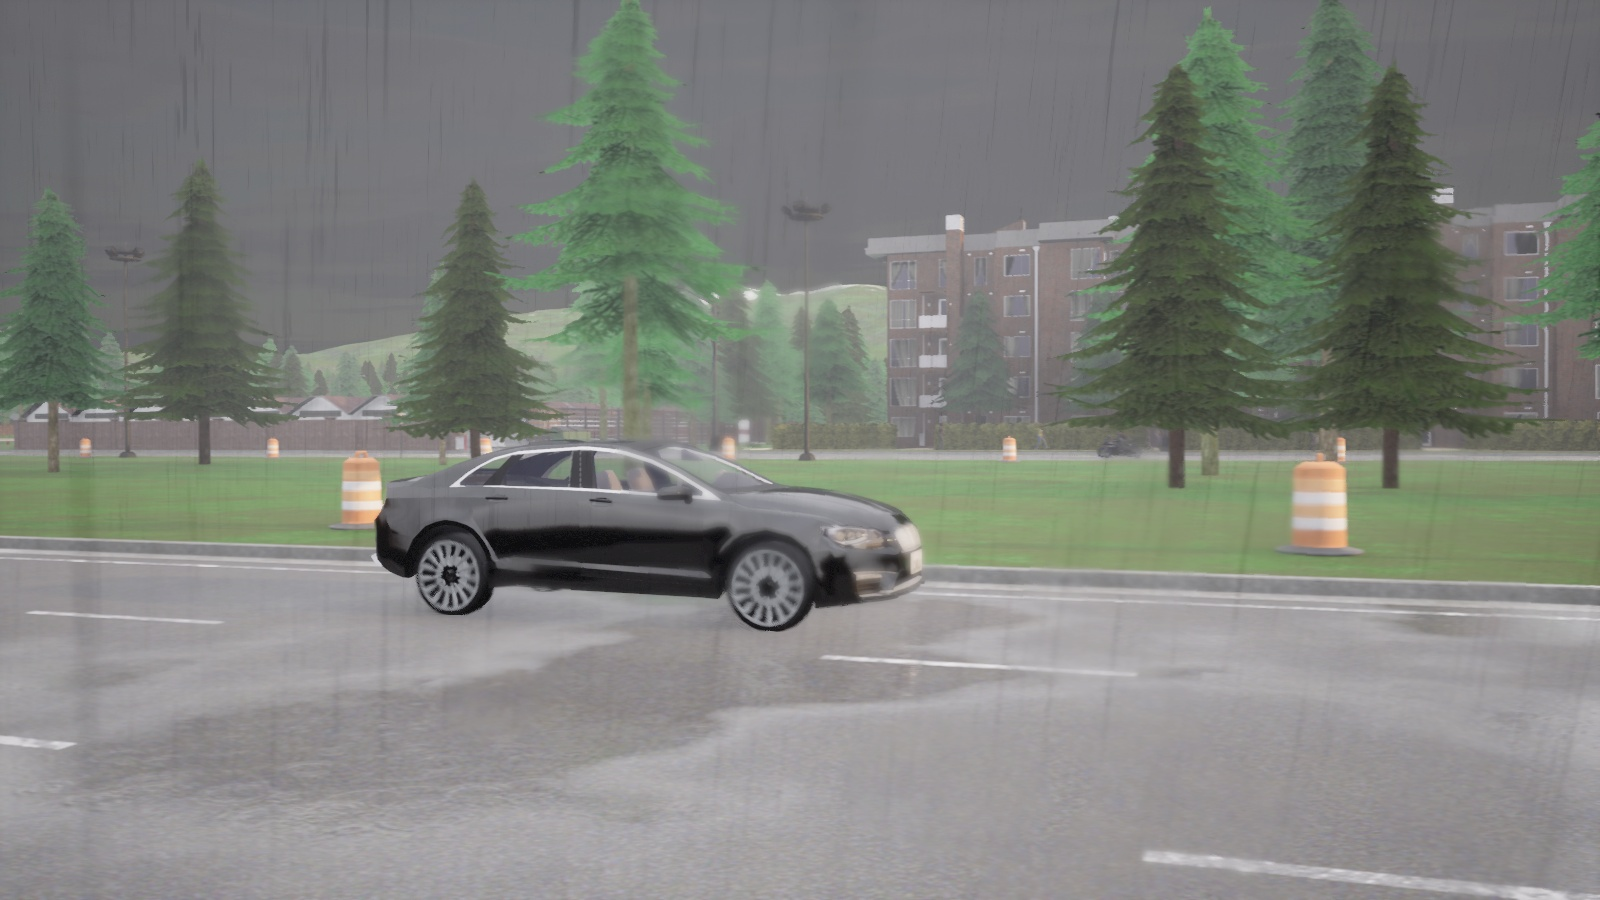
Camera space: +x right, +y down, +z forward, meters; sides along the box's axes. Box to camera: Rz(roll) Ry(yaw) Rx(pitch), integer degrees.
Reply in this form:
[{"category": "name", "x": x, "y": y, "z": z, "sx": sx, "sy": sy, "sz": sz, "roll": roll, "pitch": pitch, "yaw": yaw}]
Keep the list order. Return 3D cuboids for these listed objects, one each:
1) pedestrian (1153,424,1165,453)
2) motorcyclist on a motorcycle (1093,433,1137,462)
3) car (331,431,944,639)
[{"category": "pedestrian", "x": 22.720, "y": -0.733, "z": 79.542, "sx": 0.706, "sy": 1.836, "sz": 0.354, "roll": 1, "pitch": 1, "yaw": 19}, {"category": "motorcyclist on a motorcycle", "x": 16.608, "y": -0.136, "z": 66.172, "sx": 2.191, "sy": 1.530, "sz": 0.866, "roll": 1, "pitch": 1, "yaw": 19}, {"category": "car", "x": -1.374, "y": 0.601, "z": 11.039, "sx": 4.902, "sy": 1.511, "sz": 2.128, "roll": 1, "pitch": 1, "yaw": 19}]
